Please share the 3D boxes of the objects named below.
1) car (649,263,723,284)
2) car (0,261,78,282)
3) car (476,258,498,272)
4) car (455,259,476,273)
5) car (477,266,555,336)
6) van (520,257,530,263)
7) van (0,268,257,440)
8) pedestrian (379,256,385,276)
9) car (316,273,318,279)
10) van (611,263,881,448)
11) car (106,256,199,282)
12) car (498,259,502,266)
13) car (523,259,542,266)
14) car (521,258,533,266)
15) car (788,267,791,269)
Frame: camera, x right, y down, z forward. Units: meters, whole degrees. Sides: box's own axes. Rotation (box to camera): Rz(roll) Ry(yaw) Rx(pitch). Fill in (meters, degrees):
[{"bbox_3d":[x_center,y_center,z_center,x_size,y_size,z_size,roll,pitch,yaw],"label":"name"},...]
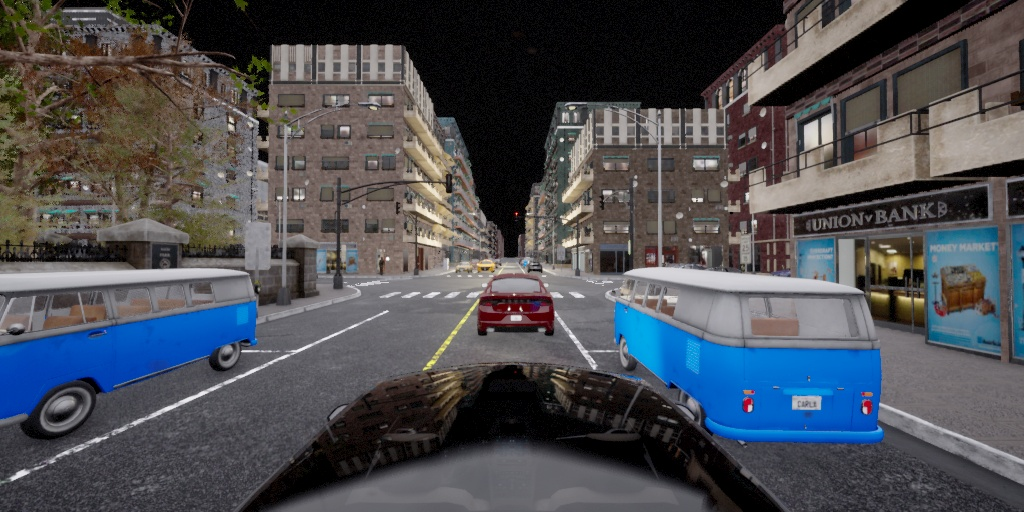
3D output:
[{"bbox_3d":[13.792,1.364,28.638,4.902,1.511,2.128,0,-1,1],"label":"car"},{"bbox_3d":[-35.362,1.093,26.015,5.357,1.411,2.033,0,-1,1],"label":"car"},{"bbox_3d":[-3.108,1.242,43.732,1.882,1.535,5.008,0,0,0],"label":"car"},{"bbox_3d":[-5.695,1.290,42.870,1.751,1.417,4.829,0,0,0],"label":"car"},{"bbox_3d":[0.096,1.230,10.456,1.882,1.535,5.008,0,0,0],"label":"car"},{"bbox_3d":[2.683,1.112,59.968,1.690,1.789,3.998,0,0,0],"label":"van"},{"bbox_3d":[-5.657,1.092,5.095,1.690,1.789,3.998,0,0,0],"label":"van"},{"bbox_3d":[-12.544,0.968,34.481,0.375,1.860,0.375,0,-1,1],"label":"pedestrian"},{"bbox_3d":[-16.608,1.139,25.787,4.902,1.511,2.128,0,-1,1],"label":"car"},{"bbox_3d":[2.658,1.092,5.094,1.690,1.789,3.998,0,0,0],"label":"van"},{"bbox_3d":[-25.835,0.949,25.898,4.553,1.767,2.097,0,-1,1],"label":"car"},{"bbox_3d":[-3.097,1.318,56.595,2.033,1.411,5.357,0,0,0],"label":"car"},{"bbox_3d":[2.685,1.330,43.041,1.948,1.339,4.313,0,0,0],"label":"car"},{"bbox_3d":[2.684,1.317,48.684,2.007,1.370,4.403,0,0,0],"label":"car"},{"bbox_3d":[23.119,1.451,28.527,4.674,1.442,1.812,0,-1,1],"label":"car"}]
